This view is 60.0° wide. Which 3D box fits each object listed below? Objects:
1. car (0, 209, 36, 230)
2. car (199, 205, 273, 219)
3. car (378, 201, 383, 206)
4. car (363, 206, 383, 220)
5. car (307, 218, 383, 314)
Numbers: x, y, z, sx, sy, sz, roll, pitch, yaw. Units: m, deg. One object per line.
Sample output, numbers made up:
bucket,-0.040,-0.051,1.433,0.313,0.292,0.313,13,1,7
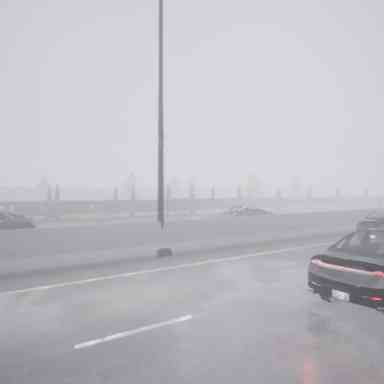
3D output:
car,-9.490,1.505,14.419,4.892,1.490,1.837,0,0,-35
car,2.538,1.492,18.690,4.902,1.511,2.128,0,0,-35
car,26.015,1.494,42.770,4.902,1.511,2.128,0,0,-29
car,9.092,1.506,14.527,4.892,1.490,1.837,0,0,-35
car,4.432,1.492,6.908,4.902,1.511,2.128,0,0,-35
